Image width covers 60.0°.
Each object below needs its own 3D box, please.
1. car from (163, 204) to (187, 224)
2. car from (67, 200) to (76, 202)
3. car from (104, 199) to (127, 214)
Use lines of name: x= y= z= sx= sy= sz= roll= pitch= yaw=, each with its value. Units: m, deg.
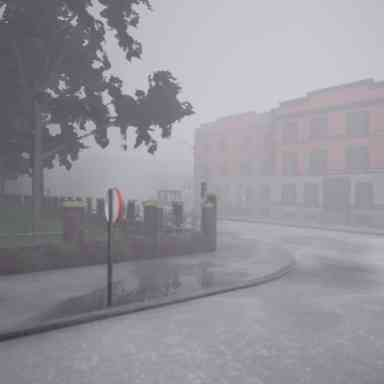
car: x=-2.226 y=1.705 z=26.778 sx=1.812 sy=1.442 sz=4.674 roll=1 pitch=-1 yaw=-36
car: x=-16.697 y=1.780 z=47.140 sx=1.895 sy=1.301 sz=4.718 roll=1 pitch=-1 yaw=-35
car: x=-8.185 y=1.531 z=35.130 sx=2.097 sy=1.767 sz=4.553 roll=1 pitch=-1 yaw=-35
